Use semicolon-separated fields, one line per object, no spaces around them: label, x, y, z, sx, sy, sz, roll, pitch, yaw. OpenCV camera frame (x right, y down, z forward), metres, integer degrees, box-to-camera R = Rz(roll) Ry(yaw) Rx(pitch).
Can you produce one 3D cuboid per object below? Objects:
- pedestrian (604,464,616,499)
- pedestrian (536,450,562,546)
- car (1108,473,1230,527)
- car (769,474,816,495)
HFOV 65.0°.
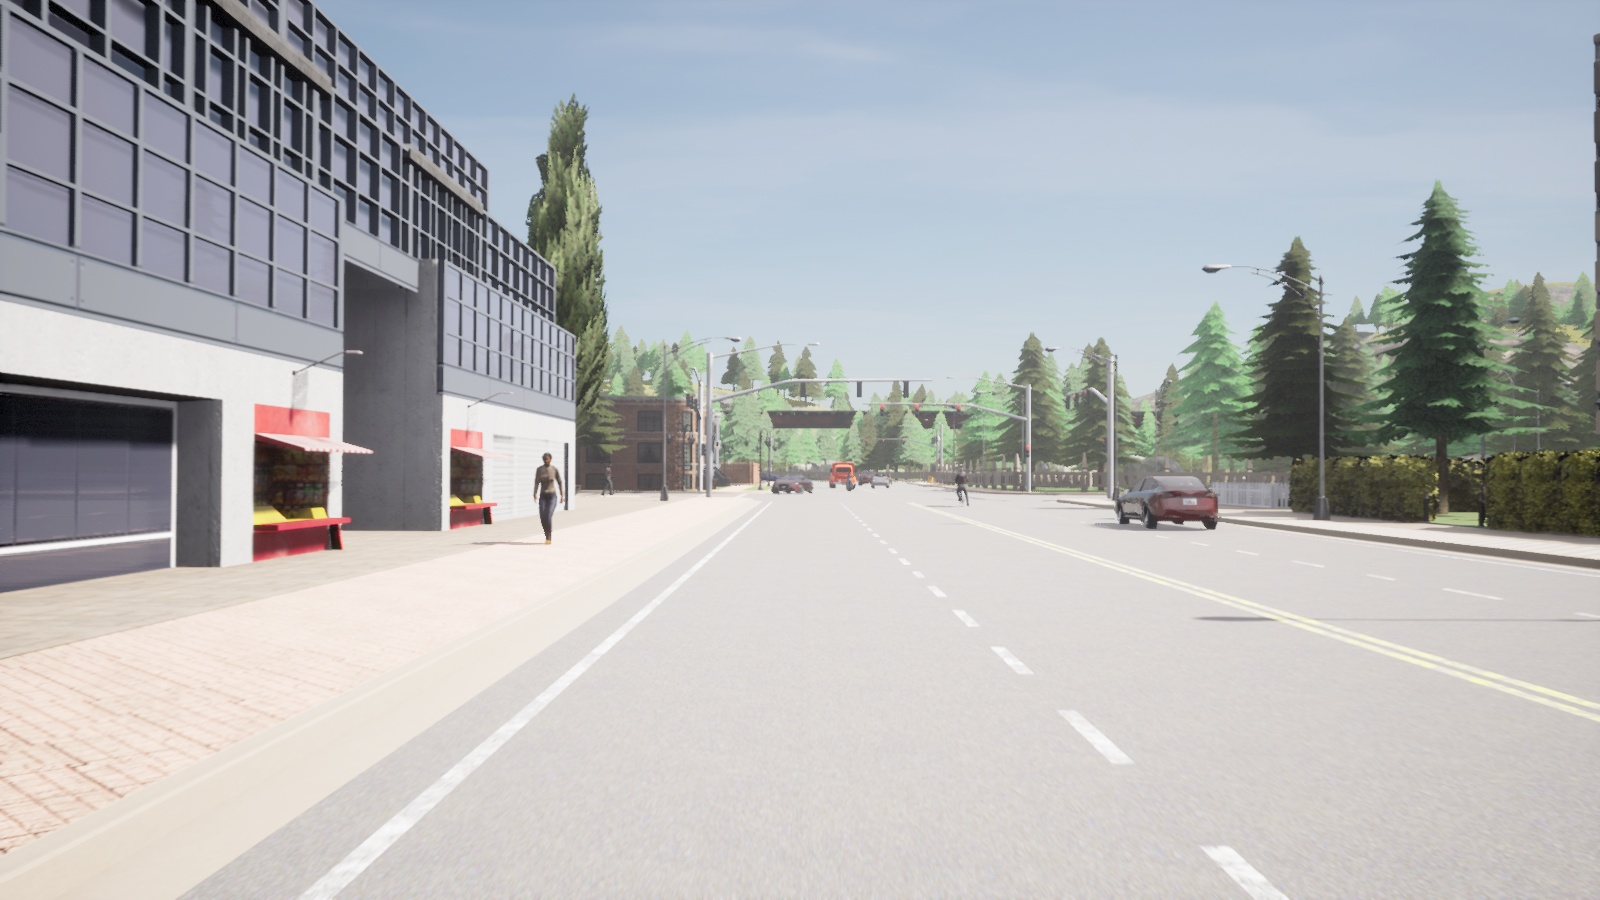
pedestrian;-10.566;1.724;69.750;0.666;1.930;0.402;0;-1;-6
pedestrian;-4.778;0.907;23.917;0.328;1.805;0.869;0;-1;0
car;10.669;1.409;36.735;2.163;1.488;4.792;0;-1;0
car;-0.489;2.403;87.863;1.994;1.385;4.181;0;-1;20
